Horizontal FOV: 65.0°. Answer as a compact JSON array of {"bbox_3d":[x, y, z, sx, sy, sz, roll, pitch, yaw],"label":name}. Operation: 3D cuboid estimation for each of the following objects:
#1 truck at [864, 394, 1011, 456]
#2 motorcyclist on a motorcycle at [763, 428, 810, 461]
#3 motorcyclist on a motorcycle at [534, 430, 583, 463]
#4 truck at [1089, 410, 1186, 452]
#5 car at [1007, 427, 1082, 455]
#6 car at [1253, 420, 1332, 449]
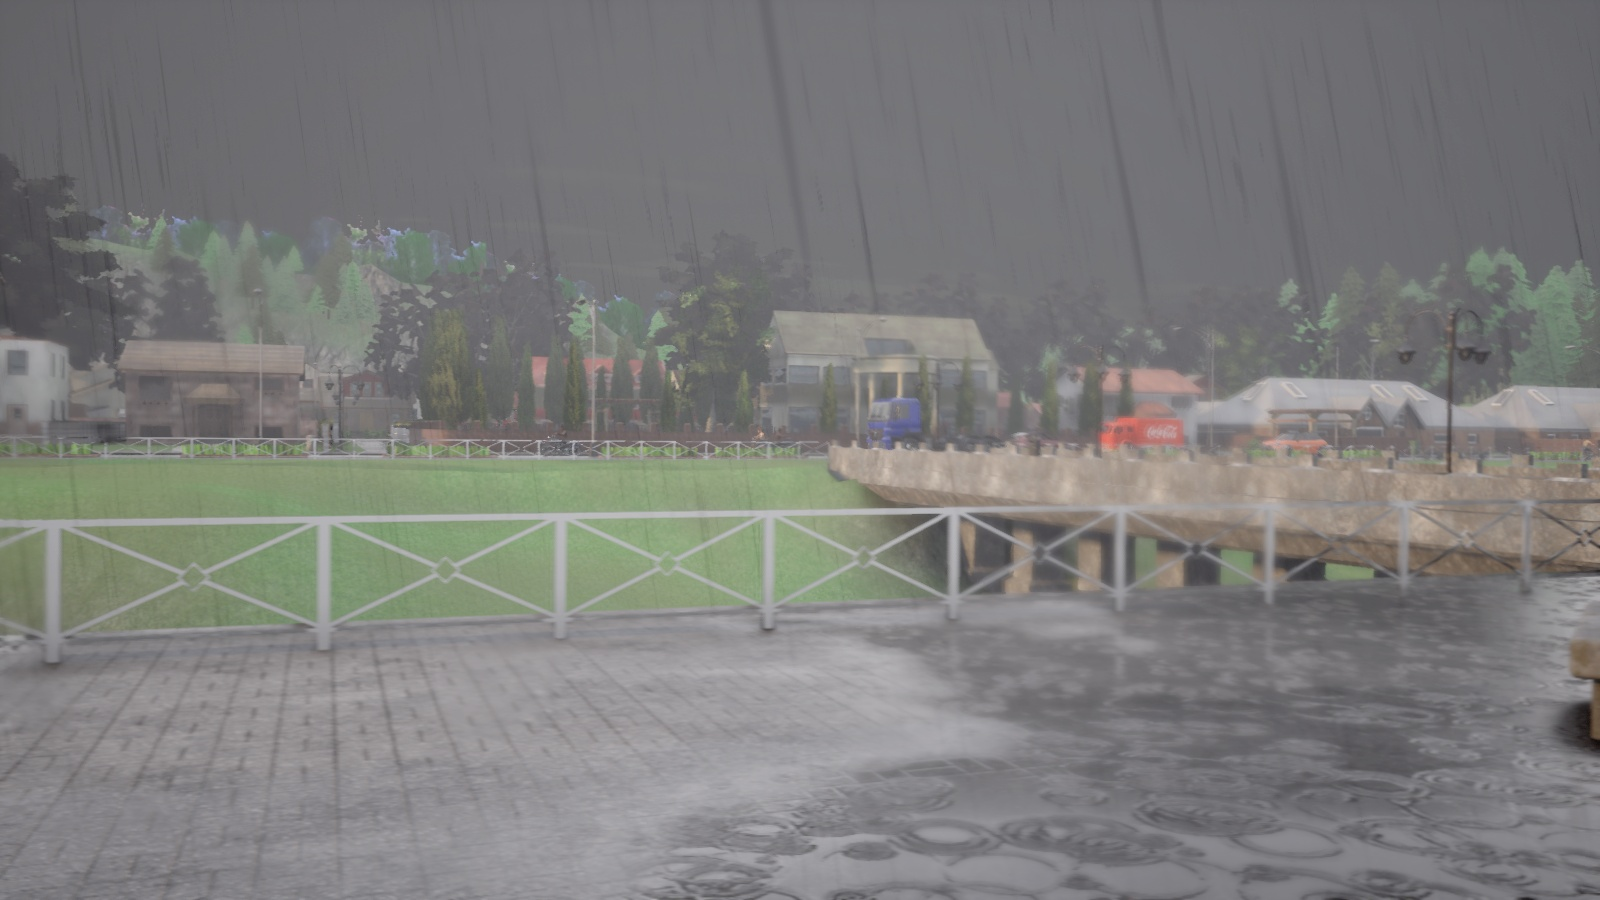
[{"bbox_3d":[7.963,-1.453,72.720,7.936,3.462,2.891,-1,1,-21],"label":"truck"},{"bbox_3d":[-0.696,-0.304,65.177,2.350,1.649,0.766,-1,1,-21],"label":"motorcyclist on a motorcycle"},{"bbox_3d":[-12.483,-0.174,64.997,2.350,1.649,0.766,-1,1,-21],"label":"motorcyclist on a motorcycle"},{"bbox_3d":[20.844,-1.177,77.594,5.204,2.467,2.627,-1,1,-21],"label":"truck"},{"bbox_3d":[13.745,-0.521,70.639,3.705,1.549,1.789,-1,1,-21],"label":"car"},{"bbox_3d":[32.071,-1.022,81.842,4.553,1.767,2.097,-1,1,-21],"label":"car"}]
